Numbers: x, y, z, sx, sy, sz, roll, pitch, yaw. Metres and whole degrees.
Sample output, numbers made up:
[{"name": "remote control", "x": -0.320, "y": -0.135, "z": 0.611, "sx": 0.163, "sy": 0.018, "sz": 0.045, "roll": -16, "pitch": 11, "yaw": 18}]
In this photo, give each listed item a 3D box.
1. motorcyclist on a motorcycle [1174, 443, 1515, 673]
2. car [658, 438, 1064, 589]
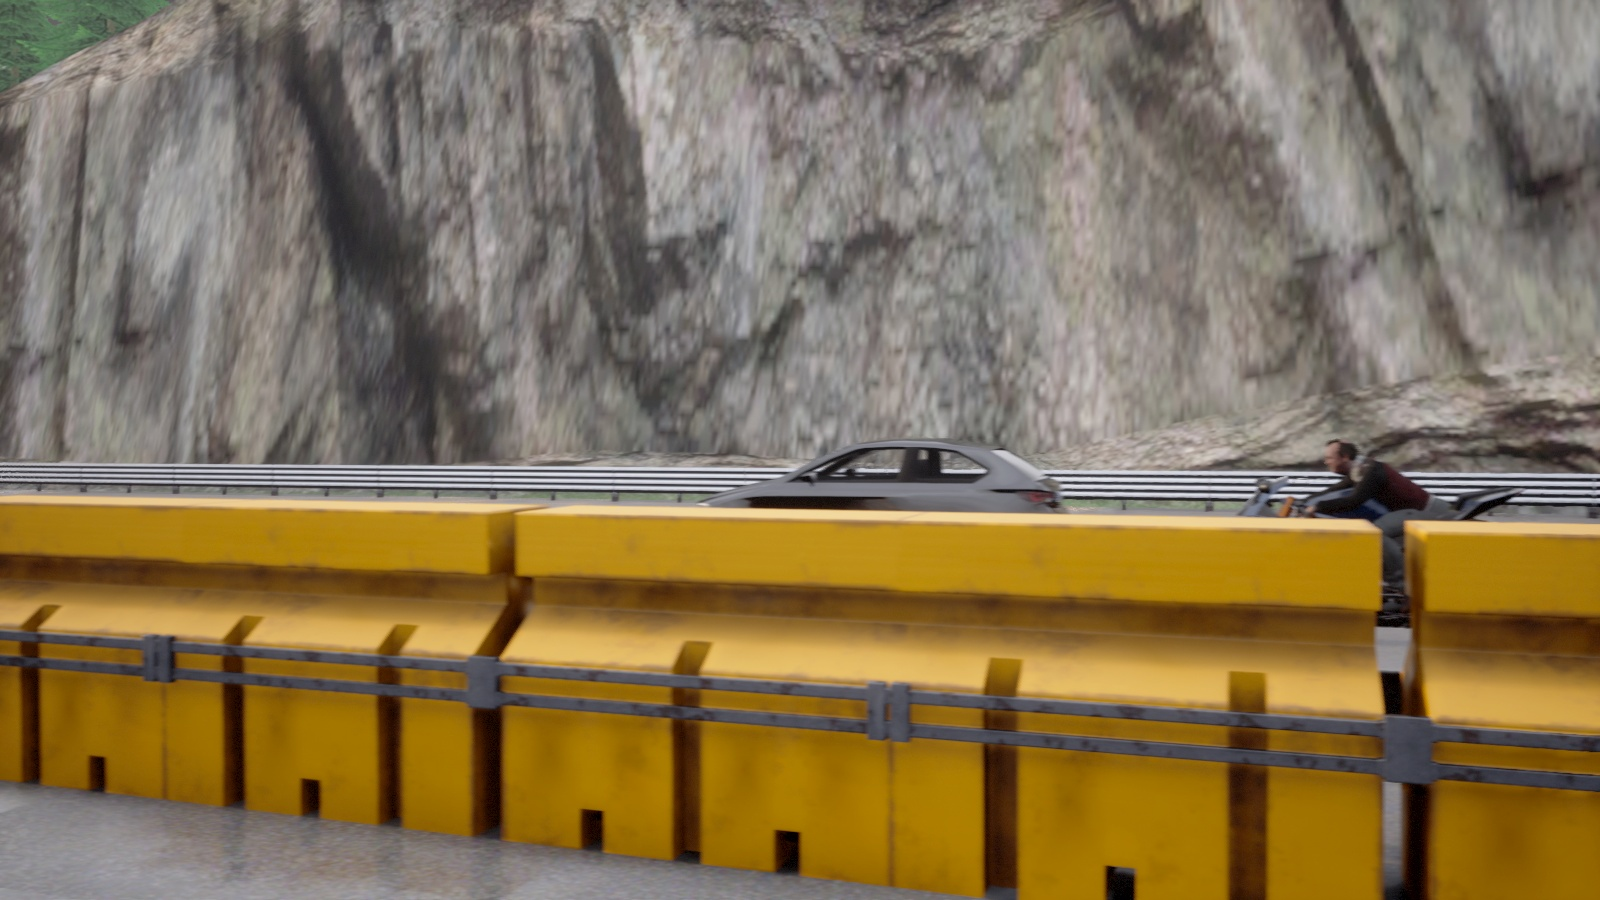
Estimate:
[{"name": "motorcyclist on a motorcycle", "x": 3.925, "y": 0.728, "z": 9.257, "sx": 2.191, "sy": 1.530, "sz": 0.866, "roll": 1, "pitch": 1, "yaw": 19}, {"name": "car", "x": 0.712, "y": 0.618, "z": 14.031, "sx": 4.193, "sy": 1.474, "sz": 1.816, "roll": 1, "pitch": 1, "yaw": 19}]
